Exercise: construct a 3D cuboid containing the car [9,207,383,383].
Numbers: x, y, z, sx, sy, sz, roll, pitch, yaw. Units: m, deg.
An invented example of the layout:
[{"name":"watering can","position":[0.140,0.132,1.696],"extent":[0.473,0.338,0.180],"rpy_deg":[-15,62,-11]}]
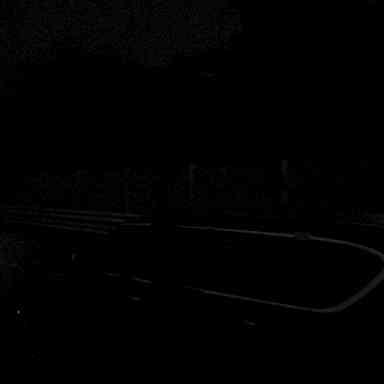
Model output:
[{"name":"car","position":[0.107,1.208,3.934],"extent":[5.566,2.045,2.150],"rpy_deg":[0,0,36]}]
